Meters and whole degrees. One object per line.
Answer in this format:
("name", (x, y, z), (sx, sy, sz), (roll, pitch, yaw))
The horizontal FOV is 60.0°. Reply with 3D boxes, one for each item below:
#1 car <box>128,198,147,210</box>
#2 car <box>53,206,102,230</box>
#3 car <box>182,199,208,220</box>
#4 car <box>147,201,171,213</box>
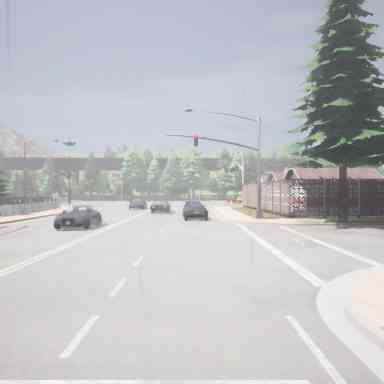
("car", (-6.966, 1.528, 43.096), (1.812, 1.442, 4.674), (0, 0, 0))
("car", (-7.081, 1.564, 20.977), (1.994, 1.385, 4.181), (0, 0, 0))
("car", (0.230, 1.563, 28.064), (1.994, 1.385, 4.181), (0, 0, -4))
("car", (-3.370, 1.601, 36.467), (1.895, 1.301, 4.718), (0, 0, 0))
